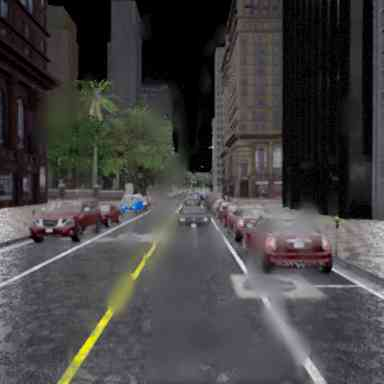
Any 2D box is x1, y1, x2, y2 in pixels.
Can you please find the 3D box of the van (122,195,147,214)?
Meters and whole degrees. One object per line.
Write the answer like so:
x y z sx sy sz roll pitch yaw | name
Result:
-5.773 1.162 32.217 1.690 1.788 3.998 0 0 0 | van

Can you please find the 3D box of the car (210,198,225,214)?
2.755 1.401 26.780 2.008 1.369 4.403 0 0 0 | car

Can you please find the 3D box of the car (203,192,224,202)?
2.751 1.107 37.629 2.192 1.841 5.009 0 0 0 | car

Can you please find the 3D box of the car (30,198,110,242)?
-5.769 1.224 15.939 2.192 1.841 5.009 0 0 0 | car

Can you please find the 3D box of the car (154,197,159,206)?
-5.775 1.312 48.497 1.802 1.307 4.206 0 0 0 | car

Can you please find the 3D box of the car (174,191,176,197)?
-5.782 0.948 85.775 1.967 1.590 4.097 0 0 0 | car

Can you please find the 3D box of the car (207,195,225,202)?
2.753 1.346 32.375 1.752 1.417 4.829 0 0 0 | car

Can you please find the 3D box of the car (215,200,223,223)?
2.754 1.425 21.355 1.887 1.381 4.507 0 0 0 | car

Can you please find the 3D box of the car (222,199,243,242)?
2.756 1.349 15.930 1.967 1.590 4.097 0 0 0 | car

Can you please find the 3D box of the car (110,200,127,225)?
-5.770 1.424 21.366 1.887 1.381 4.507 0 0 0 | car

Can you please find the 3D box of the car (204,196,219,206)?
2.750 1.296 48.481 1.947 1.339 4.313 0 0 0 | car

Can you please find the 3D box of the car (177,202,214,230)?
0.098 1.488 19.986 1.895 1.301 4.718 0 0 0 | car

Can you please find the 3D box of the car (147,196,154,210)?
-5.773 1.231 37.644 1.967 1.590 4.097 0 0 0 | car

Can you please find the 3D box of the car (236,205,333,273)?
2.757 1.380 10.505 1.967 1.590 4.097 0 0 0 | car

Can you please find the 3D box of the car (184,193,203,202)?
0.093 1.258 42.038 2.128 1.511 4.902 0 0 0 | car

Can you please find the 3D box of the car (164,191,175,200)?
-5.781 1.092 80.355 2.008 1.369 4.403 0 0 0 | car
